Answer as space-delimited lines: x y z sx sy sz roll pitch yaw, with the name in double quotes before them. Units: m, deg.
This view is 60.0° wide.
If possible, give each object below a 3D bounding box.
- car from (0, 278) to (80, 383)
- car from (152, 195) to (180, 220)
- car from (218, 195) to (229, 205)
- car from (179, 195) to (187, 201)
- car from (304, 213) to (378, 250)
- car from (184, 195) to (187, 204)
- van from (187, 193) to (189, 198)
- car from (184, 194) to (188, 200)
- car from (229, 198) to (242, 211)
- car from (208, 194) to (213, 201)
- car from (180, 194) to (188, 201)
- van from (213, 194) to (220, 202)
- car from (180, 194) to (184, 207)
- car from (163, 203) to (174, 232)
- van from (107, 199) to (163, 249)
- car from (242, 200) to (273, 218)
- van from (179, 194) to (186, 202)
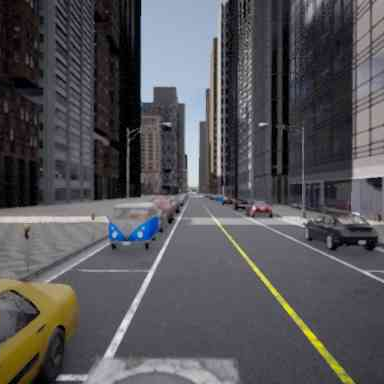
"car" -2.407 1.521 2.742 1.752 1.417 4.829 0 0 0
"car" -2.360 1.337 25.475 2.192 1.841 5.009 0 0 0
"car" 6.235 1.643 59.307 1.887 1.381 4.507 0 0 0
"car" -2.232 1.554 87.523 1.967 1.590 4.097 0 0 0
"car" 6.142 1.584 14.182 2.008 1.369 4.403 0 0 0
"car" -2.302 1.630 53.679 1.947 1.339 4.313 0 0 0
"van" -2.255 1.438 76.242 1.690 1.788 3.998 0 0 0
"car" -2.278 1.631 64.960 2.008 1.369 4.403 0 0 0
"car" 6.200 1.639 42.385 1.947 1.339 4.313 0 0 0
"car" 6.305 1.729 93.151 1.802 1.307 4.206 0 0 0
"car" -2.220 1.437 93.165 2.192 1.841 5.009 0 0 0
"van" 6.270 1.464 76.229 1.690 1.788 3.998 0 0 0
"car" -2.337 1.354 36.757 2.192 1.841 5.009 0 0 0
"car" -2.372 1.565 19.834 2.008 1.369 4.403 0 0 0
"van" -2.383 1.349 14.194 1.690 1.788 3.998 0 0 0
"car" 6.177 1.497 31.103 1.967 1.590 4.097 0 0 0
"van" -2.243 1.446 81.883 1.690 1.788 3.998 0 0 0
